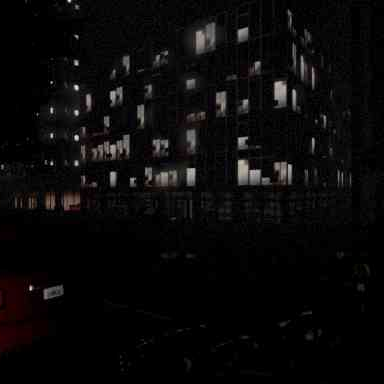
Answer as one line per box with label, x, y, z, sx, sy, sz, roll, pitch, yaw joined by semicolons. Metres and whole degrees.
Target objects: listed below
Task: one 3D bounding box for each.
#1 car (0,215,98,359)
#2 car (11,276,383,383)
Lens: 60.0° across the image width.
car;-3.645;1.315;5.481;5.009;1.841;2.192;0;0;36
car;0.850;1.566;2.272;4.313;1.339;1.947;0;0;36
